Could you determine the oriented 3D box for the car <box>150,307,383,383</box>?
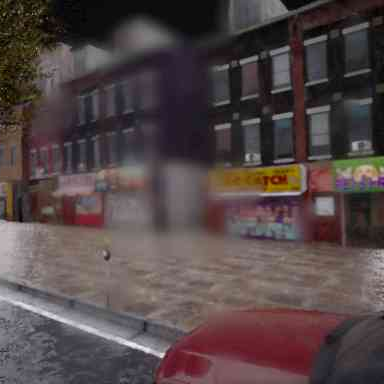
[{"bbox_3d":[1.962,1.306,1.444,5.009,1.841,2.192,-1,-2,36],"label":"car"}]
